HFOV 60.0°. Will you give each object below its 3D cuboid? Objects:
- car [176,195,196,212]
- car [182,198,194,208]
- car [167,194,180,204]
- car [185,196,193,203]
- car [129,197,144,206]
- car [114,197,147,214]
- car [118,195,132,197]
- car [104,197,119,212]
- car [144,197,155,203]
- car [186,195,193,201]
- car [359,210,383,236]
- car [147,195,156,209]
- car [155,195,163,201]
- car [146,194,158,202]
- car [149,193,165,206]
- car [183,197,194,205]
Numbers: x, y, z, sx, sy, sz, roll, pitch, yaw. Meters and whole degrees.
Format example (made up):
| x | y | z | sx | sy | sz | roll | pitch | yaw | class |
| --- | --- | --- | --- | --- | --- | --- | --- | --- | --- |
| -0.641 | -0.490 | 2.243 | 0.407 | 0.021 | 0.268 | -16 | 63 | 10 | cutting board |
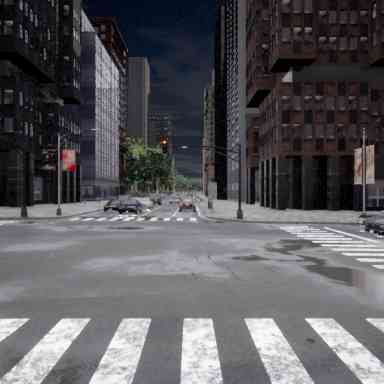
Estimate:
| x | y | z | sx | sy | sz | roll | pitch | yaw | class |
| --- | --- | --- | --- | --- | --- | --- | --- | --- | --- |
| -0.524 | 1.445 | 39.051 | 1.967 | 1.590 | 4.097 | 0 | 0 | 0 | car |
| -0.570 | 1.611 | 49.900 | 1.802 | 1.307 | 4.206 | 0 | 0 | 0 | car |
| -3.398 | 1.667 | 65.653 | 1.895 | 1.301 | 4.718 | 0 | 0 | 0 | car |
| -0.665 | 1.607 | 71.770 | 1.752 | 1.417 | 4.829 | 0 | 0 | 0 | car |
| -9.118 | 1.566 | 55.124 | 1.752 | 1.417 | 4.829 | 0 | 0 | 0 | car |
| -6.367 | 1.544 | 35.146 | 2.033 | 1.411 | 5.357 | 0 | 0 | 0 | car |
| -9.073 | 1.332 | 44.443 | 2.192 | 1.841 | 5.009 | 0 | 0 | 0 | car |
| -9.049 | 1.571 | 39.017 | 1.947 | 1.339 | 4.313 | 0 | 0 | 0 | car |
| -9.189 | 1.663 | 71.573 | 1.802 | 1.307 | 4.206 | 0 | 0 | 0 | car |
| -0.758 | 1.689 | 93.300 | 1.887 | 1.381 | 4.507 | 0 | 0 | 0 | car |
| 12.218 | 1.745 | 17.715 | 5.357 | 1.411 | 2.033 | 1 | 0 | 0 | car |
| -6.409 | 1.545 | 45.372 | 1.812 | 1.442 | 4.674 | 0 | 0 | 0 | car |
| -9.282 | 1.689 | 93.276 | 1.887 | 1.381 | 4.507 | 0 | 0 | 0 | car |
| -9.213 | 1.411 | 76.999 | 2.192 | 1.841 | 5.009 | 0 | 0 | 0 | car |
| -6.449 | 1.268 | 57.255 | 2.150 | 2.045 | 5.566 | 0 | 0 | -1 | car |
| -0.617 | 1.599 | 60.750 | 1.887 | 1.381 | 4.507 | 0 | 0 | 0 | car |
